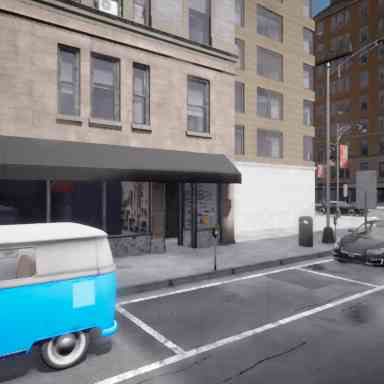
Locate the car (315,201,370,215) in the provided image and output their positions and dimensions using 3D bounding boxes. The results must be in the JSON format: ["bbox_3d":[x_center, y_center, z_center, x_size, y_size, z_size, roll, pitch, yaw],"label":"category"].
[{"bbox_3d":[13.814,1.523,30.933,1.895,1.301,4.718,0,0,-35],"label":"car"}]

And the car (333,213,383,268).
[{"bbox_3d":[6.278,1.550,10.666,4.403,1.369,2.008,0,0,-35],"label":"car"}]

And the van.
[{"bbox_3d":[-2.942,1.341,4.092,3.998,1.788,1.690,0,0,-35],"label":"van"}]
